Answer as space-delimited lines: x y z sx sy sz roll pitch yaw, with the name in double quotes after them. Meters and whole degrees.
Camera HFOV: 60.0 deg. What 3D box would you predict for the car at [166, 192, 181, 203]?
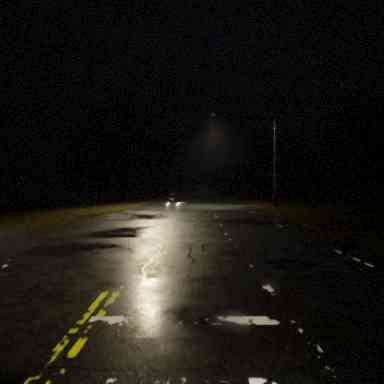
-2.722 0.754 48.545 1.812 1.442 4.674 0 1 2 "car"
